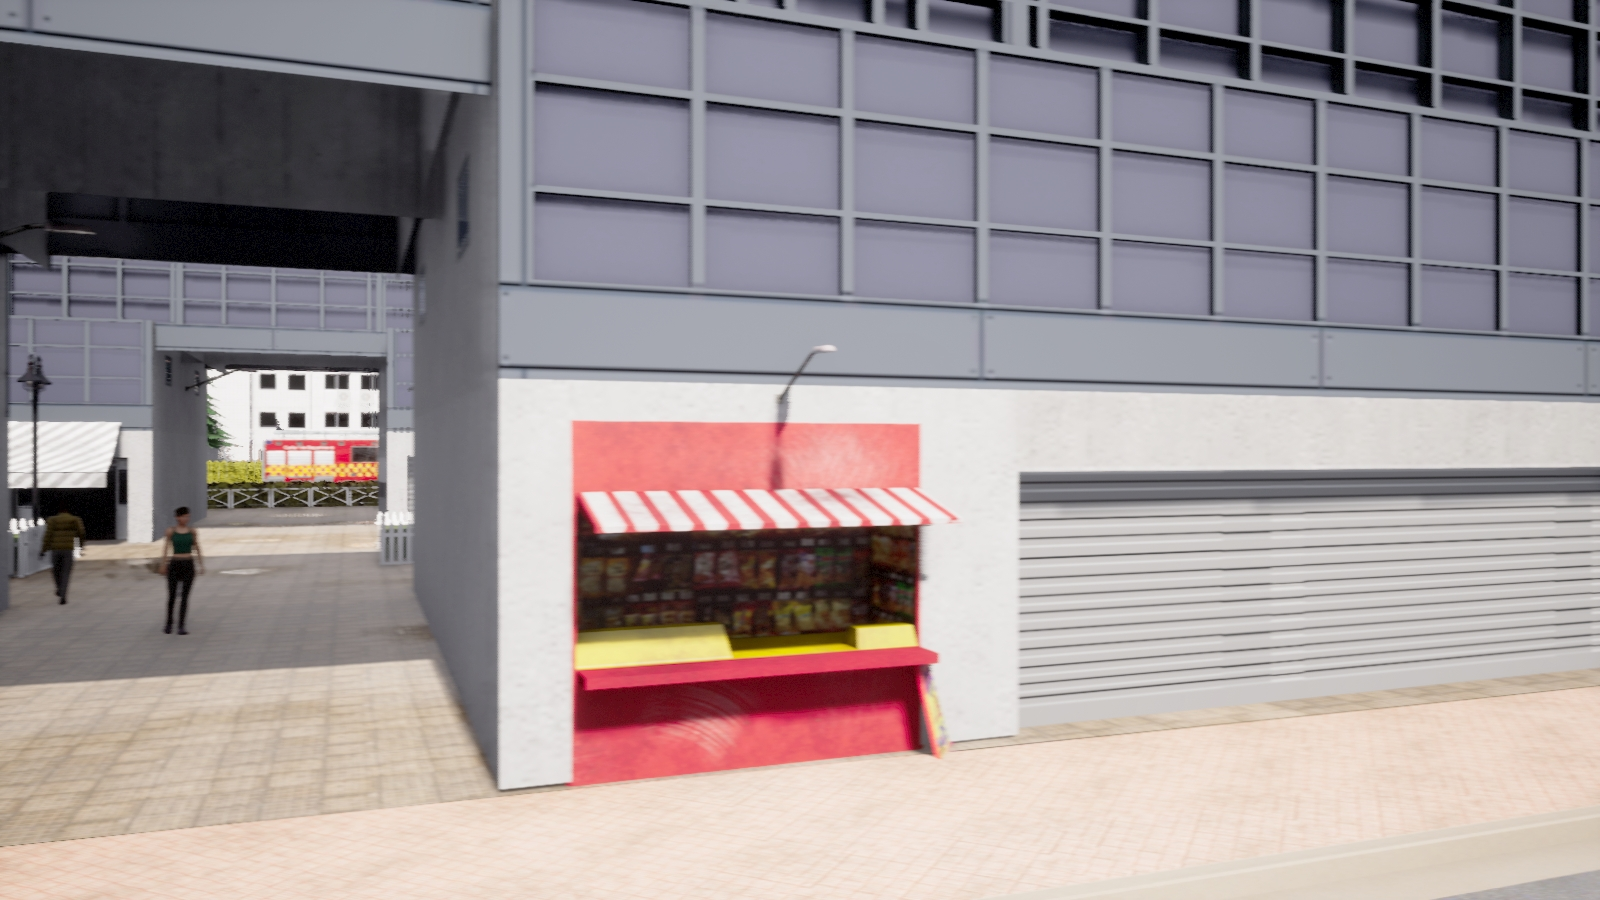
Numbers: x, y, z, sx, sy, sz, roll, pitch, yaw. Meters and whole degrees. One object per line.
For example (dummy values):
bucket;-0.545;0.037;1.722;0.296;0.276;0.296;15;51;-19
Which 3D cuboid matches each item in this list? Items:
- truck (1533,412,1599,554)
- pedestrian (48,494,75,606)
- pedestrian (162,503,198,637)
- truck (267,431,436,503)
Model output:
truck;23.788;0.891;29.163;2.891;3.827;8.468;0;0;-21
pedestrian;-12.634;1.701;19.560;0.375;1.860;0.375;0;0;-31
pedestrian;-8.877;1.699;16.356;0.375;1.860;0.375;0;0;-41
truck;-24.553;0.891;62.833;8.468;3.827;2.891;0;0;-22
